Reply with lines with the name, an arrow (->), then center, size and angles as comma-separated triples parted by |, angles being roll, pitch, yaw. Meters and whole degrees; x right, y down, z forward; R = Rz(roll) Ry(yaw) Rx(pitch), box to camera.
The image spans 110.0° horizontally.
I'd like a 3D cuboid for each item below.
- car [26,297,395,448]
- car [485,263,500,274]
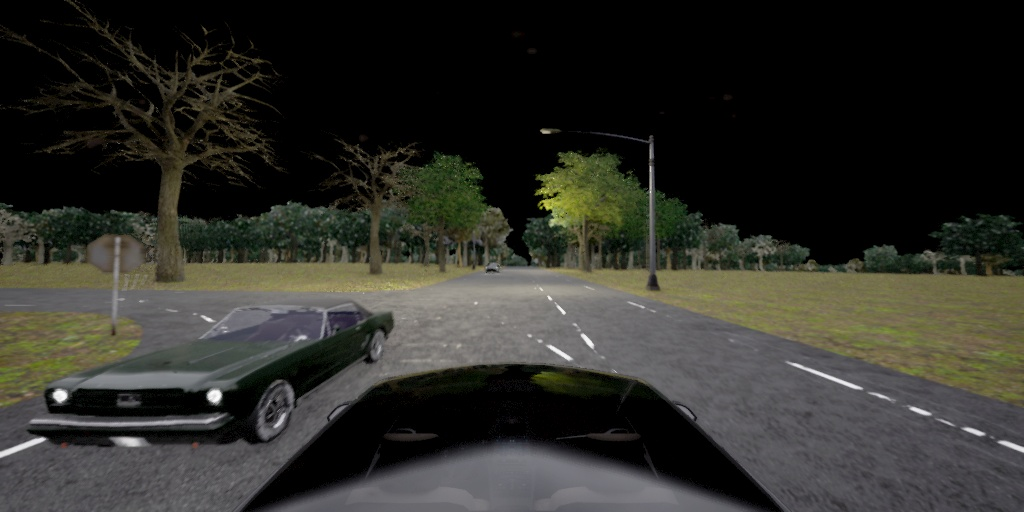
car -> -3.449, 1.373, 5.455 | 1.895, 1.301, 4.718 | 0, 0, 1
car -> -3.024, 1.829, 55.774 | 2.097, 1.767, 4.553 | 0, -1, 0
